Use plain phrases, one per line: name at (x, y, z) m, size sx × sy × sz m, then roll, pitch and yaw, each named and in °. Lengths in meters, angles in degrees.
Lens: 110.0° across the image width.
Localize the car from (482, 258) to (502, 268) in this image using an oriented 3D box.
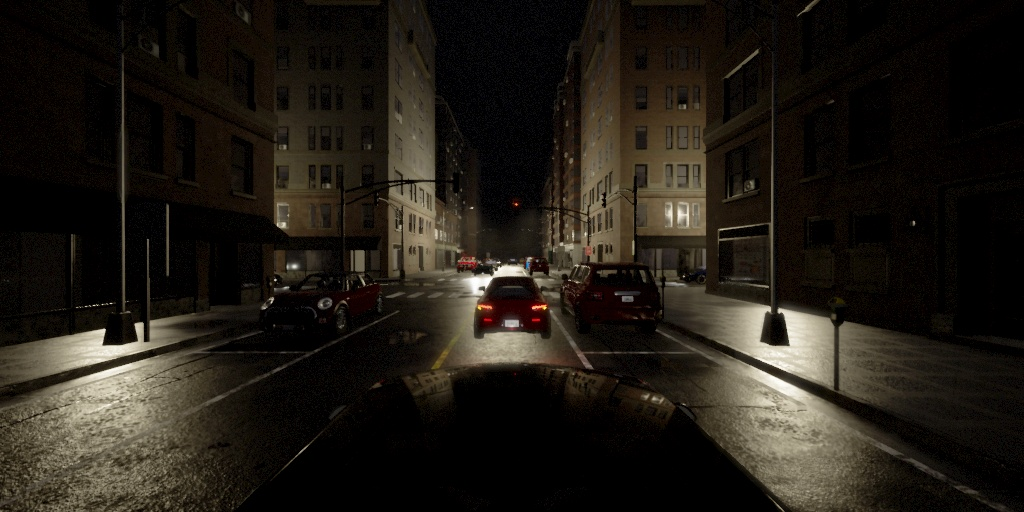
car at (-2.763, 1.295, 47.330) m, size 2.033 × 1.411 × 5.357 m, roll 0°, pitch 0°, yaw 0°

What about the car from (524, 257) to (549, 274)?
car at (2.767, 1.063, 37.647) m, size 2.192 × 1.841 × 5.009 m, roll 0°, pitch 0°, yaw 0°

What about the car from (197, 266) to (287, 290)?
car at (-17.076, 1.362, 22.846) m, size 4.181 × 1.385 × 1.994 m, roll 0°, pitch 0°, yaw 0°

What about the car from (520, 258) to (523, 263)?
car at (2.786, 1.062, 54.159) m, size 2.192 × 1.841 × 5.009 m, roll 0°, pitch 0°, yaw 0°

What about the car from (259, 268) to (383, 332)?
car at (-5.373, 1.190, 10.606) m, size 1.967 × 1.591 × 4.097 m, roll 0°, pitch 0°, yaw 0°

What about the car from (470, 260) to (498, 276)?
car at (-2.785, 1.349, 36.496) m, size 1.895 × 1.301 × 4.718 m, roll 0°, pitch 0°, yaw 0°

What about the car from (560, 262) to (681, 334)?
car at (2.652, 1.065, 10.591) m, size 2.192 × 1.841 × 5.009 m, roll 0°, pitch 0°, yaw 0°

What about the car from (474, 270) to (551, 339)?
car at (0.022, 1.276, 9.947) m, size 1.812 × 1.442 × 4.674 m, roll 0°, pitch 0°, yaw 1°

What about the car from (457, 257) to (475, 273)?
car at (-5.341, 1.063, 43.166) m, size 2.192 × 1.841 × 5.009 m, roll 0°, pitch 0°, yaw 0°

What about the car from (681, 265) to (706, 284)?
car at (14.290, 1.271, 25.666) m, size 4.181 × 1.385 × 1.994 m, roll 0°, pitch 0°, yaw 0°
